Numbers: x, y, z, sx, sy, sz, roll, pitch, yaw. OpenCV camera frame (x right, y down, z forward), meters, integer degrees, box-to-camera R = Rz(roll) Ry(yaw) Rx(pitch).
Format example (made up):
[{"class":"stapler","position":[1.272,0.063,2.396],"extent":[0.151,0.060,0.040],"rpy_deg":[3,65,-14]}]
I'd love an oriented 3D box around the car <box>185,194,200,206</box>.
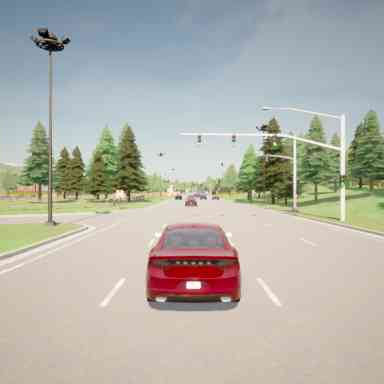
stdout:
[{"class":"car","position":[-0.150,1.525,52.897],"extent":[1.812,1.442,4.674],"rpy_deg":[0,0,0]}]

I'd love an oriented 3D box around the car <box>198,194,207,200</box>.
[{"class":"car","position":[3.231,1.523,94.353],"extent":[1.812,1.442,4.674],"rpy_deg":[0,0,0]}]

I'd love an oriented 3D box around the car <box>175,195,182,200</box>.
[{"class":"car","position":[-3.769,1.477,94.333],"extent":[1.882,1.535,5.008],"rpy_deg":[0,0,0]}]

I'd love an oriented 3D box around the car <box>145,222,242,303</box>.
[{"class":"car","position":[0.040,1.478,8.294],"extent":[1.882,1.535,5.008],"rpy_deg":[0,0,0]}]

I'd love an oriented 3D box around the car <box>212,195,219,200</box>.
[{"class":"car","position":[6.731,1.524,94.363],"extent":[2.128,1.511,4.902],"rpy_deg":[0,0,0]}]
